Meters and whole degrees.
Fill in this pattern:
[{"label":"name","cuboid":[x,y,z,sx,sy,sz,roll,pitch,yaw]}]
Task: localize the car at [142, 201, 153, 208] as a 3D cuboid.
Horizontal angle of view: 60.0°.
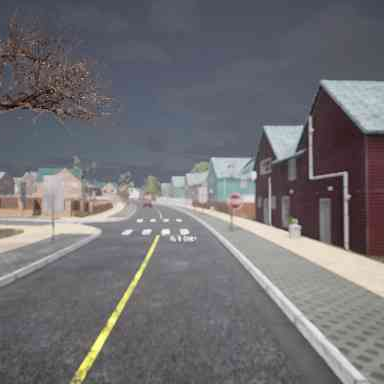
[{"label":"car","cuboid":[-7.985,2.204,59.617,1.895,1.301,4.718,0,-1,-10]}]
